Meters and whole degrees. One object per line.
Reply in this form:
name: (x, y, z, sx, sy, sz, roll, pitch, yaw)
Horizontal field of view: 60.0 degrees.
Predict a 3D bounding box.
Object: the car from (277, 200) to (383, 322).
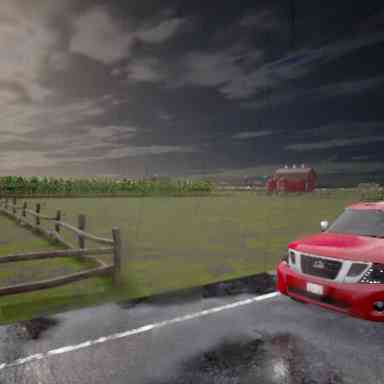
car: (4.269, 1.217, 6.993, 5.566, 2.045, 2.150, 0, 0, -35)
